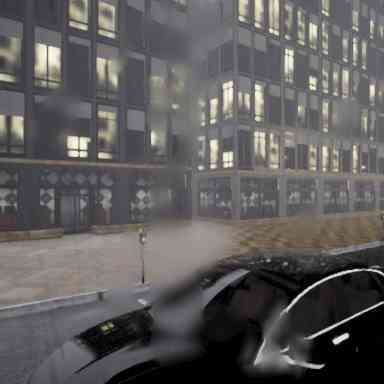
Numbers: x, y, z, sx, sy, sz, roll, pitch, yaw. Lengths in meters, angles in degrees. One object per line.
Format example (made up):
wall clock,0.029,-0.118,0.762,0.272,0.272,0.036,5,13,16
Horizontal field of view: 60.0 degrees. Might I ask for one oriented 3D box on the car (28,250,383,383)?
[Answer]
car,0.853,1.504,3.667,4.892,1.490,1.837,0,0,-35
